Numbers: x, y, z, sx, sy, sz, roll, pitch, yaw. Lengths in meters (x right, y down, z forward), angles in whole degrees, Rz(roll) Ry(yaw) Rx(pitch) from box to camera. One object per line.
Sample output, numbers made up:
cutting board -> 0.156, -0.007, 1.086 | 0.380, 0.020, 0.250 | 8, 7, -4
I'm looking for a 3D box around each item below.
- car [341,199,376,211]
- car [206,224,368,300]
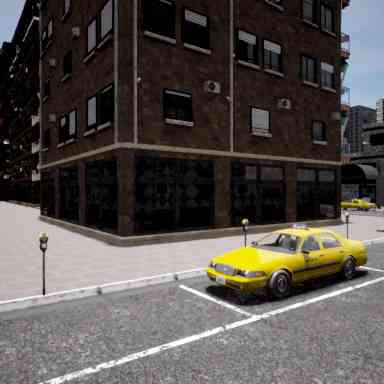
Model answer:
car -> 19.235, 1.469, 39.617 | 1.752, 1.417, 4.829 | 0, 0, -35
car -> 2.562, 1.525, 8.395 | 4.829, 1.417, 1.752 | 0, 0, -36
